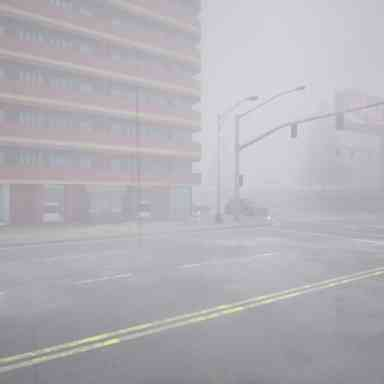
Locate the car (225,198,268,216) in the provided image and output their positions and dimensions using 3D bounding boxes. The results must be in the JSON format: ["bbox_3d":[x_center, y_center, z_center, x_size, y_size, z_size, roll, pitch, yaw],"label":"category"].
[{"bbox_3d":[5.240,1.352,32.389,2.097,1.767,4.553,0,0,-34],"label":"car"}]

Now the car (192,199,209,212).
[{"bbox_3d":[0.261,1.526,39.812,1.812,1.442,4.674,0,0,-34],"label":"car"}]

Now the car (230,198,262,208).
[{"bbox_3d":[7.717,1.601,47.879,1.895,1.301,4.718,0,0,-34],"label":"car"}]
